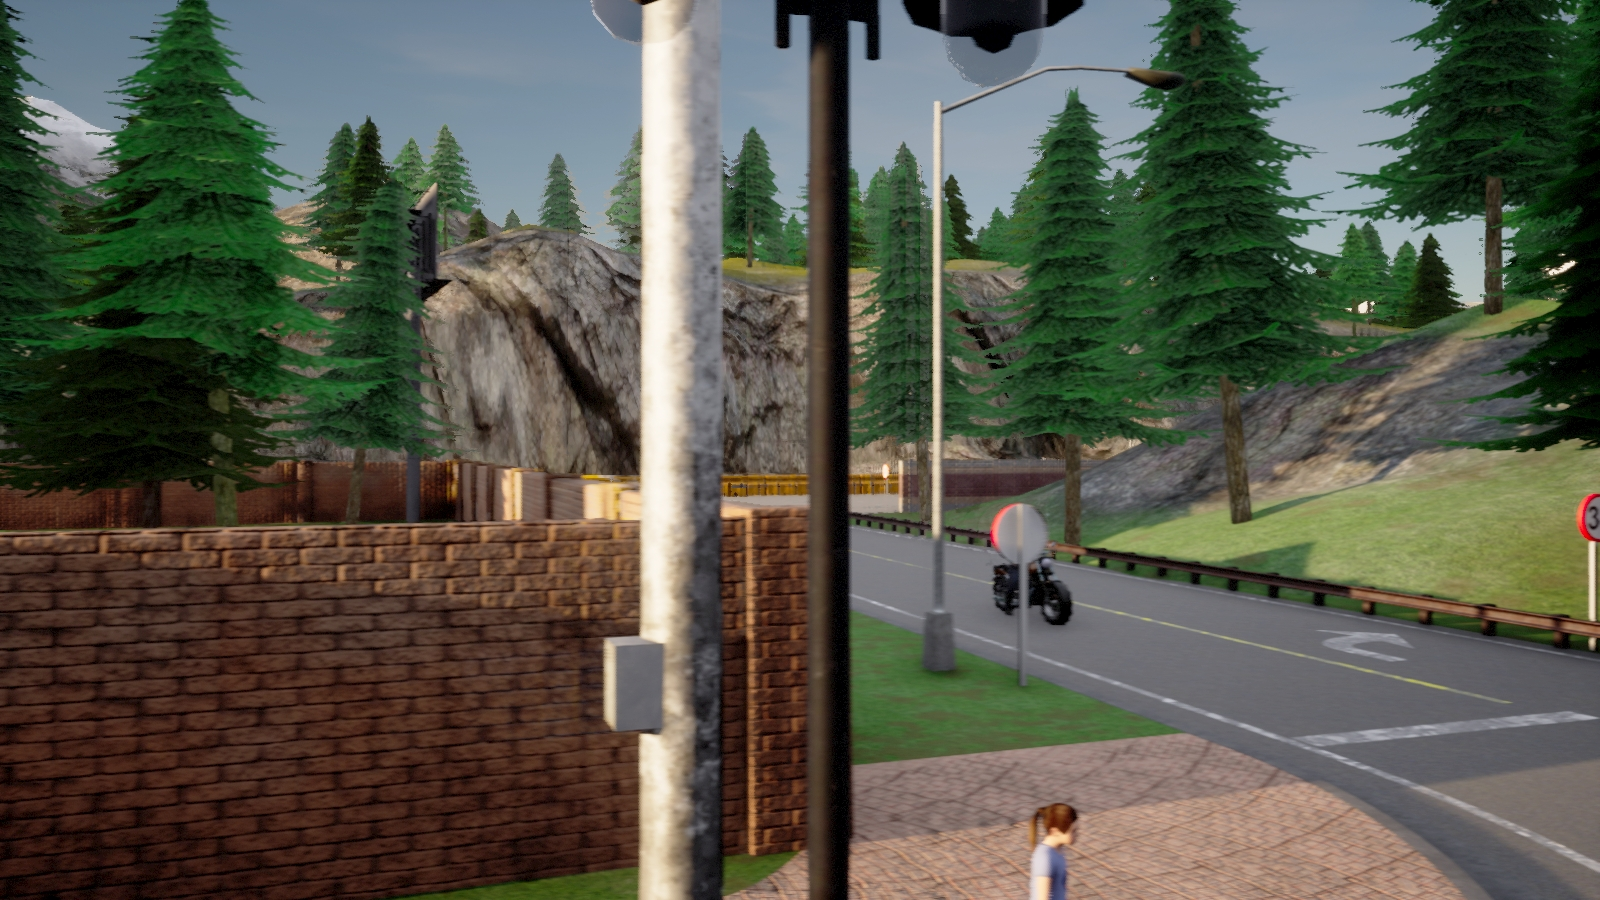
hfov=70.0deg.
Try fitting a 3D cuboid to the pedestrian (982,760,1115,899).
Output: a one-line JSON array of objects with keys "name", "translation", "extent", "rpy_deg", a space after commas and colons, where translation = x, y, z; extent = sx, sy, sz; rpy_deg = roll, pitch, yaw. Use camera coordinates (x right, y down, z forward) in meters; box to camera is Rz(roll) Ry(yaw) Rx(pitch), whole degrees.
[{"name": "pedestrian", "translation": [1.137, 2.050, 5.198], "extent": [0.500, 1.100, 0.500], "rpy_deg": [0, 0, 24]}]

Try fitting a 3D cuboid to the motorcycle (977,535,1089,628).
[{"name": "motorcycle", "translation": [3.855, 2.153, 19.153], "extent": [0.764, 1.277, 2.356], "rpy_deg": [0, 0, -19]}]
